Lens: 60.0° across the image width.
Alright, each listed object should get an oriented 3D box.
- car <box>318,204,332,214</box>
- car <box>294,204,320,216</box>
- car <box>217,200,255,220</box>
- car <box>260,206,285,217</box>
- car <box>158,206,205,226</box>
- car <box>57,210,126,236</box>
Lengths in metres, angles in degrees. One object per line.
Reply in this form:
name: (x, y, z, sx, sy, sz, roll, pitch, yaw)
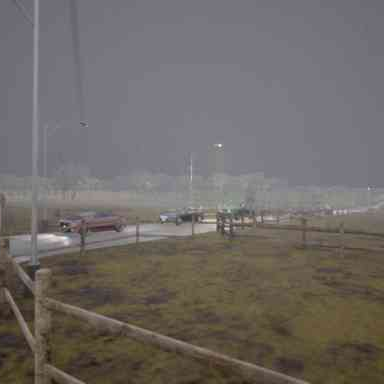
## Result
car: (21.724, 2.773, 54.977, 2.097, 1.767, 4.553, 1, -1, 36)
car: (15.971, 2.739, 46.757, 1.895, 1.301, 4.718, 1, -1, 35)
car: (4.885, 1.917, 36.034, 2.150, 2.045, 5.566, 1, -1, 35)
car: (10.767, 2.559, 44.379, 1.895, 1.301, 4.718, 1, -1, 36)
car: (-0.818, 1.951, 27.900, 2.128, 1.511, 4.902, 1, -1, 35)
car: (-6.063, 1.825, 20.421, 1.994, 1.385, 4.181, 1, -1, 36)
